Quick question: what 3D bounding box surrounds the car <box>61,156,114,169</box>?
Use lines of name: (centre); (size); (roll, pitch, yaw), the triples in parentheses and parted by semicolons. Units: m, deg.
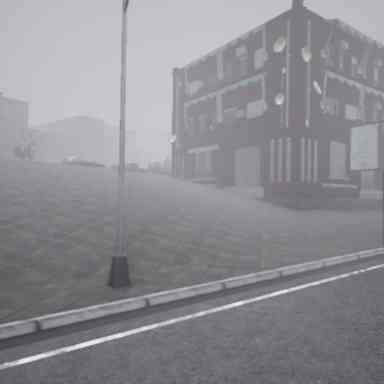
car: (-10.484, -2.700, 32.654); (2.002, 1.452, 4.674); (0, -2, 41)

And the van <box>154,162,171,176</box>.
van: (-3.341, -2.523, 41.301); (1.878, 1.987, 4.442); (0, -2, 39)

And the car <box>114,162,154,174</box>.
car: (-6.925, -2.493, 36.898); (2.002, 1.452, 4.674); (0, -2, 40)
